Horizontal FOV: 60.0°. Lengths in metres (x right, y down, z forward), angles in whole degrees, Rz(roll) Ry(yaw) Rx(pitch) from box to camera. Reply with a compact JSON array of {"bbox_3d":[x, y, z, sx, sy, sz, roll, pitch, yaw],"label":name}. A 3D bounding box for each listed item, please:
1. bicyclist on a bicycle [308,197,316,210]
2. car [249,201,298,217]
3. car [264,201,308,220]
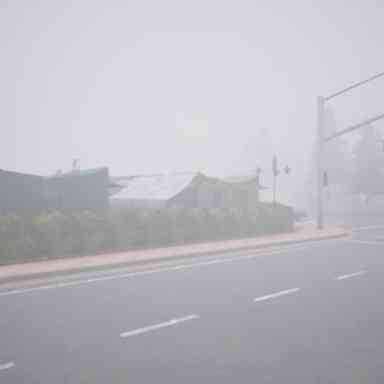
[{"bbox_3d":[15.261,1.468,42.206,1.656,1.620,0.582,0,0,-37],"label":"bicyclist on a bicycle"},{"bbox_3d":[8.133,1.642,33.449,1.812,1.442,4.674,0,0,-37],"label":"car"},{"bbox_3d":[7.277,1.649,28.738,2.033,1.411,5.357,0,0,-37],"label":"car"}]
